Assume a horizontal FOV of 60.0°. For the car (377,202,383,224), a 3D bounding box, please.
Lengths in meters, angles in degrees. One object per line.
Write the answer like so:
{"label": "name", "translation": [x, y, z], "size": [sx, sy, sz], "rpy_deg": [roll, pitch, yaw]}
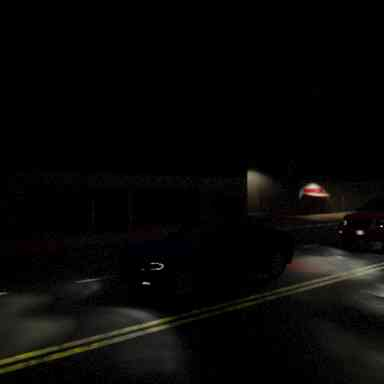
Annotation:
{"label": "car", "translation": [14.793, 1.413, 22.887], "size": [4.674, 1.442, 1.812], "rpy_deg": [0, 0, -35]}

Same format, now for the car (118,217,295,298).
{"label": "car", "translation": [0.567, 1.470, 8.667], "size": [5.008, 1.535, 1.882], "rpy_deg": [0, 0, -35]}

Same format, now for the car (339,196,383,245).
{"label": "car", "translation": [8.737, 1.203, 14.417], "size": [5.566, 2.045, 2.150], "rpy_deg": [0, 0, -35]}
